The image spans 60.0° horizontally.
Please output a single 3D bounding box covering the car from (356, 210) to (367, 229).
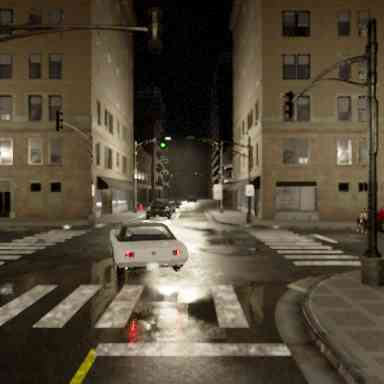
[{"bbox_3d":[12.272,1.359,19.183,5.009,1.841,2.192,0,0,0],"label":"car"}]

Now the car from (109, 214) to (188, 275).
[{"bbox_3d":[-1.620,1.619,10.699,1.895,1.301,4.718,0,0,-16],"label":"car"}]

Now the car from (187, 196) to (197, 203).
[{"bbox_3d":[0.019,1.693,71.304,2.128,1.511,4.902,0,0,0],"label":"car"}]

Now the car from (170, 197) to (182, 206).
[{"bbox_3d":[-2.734,1.658,58.595,1.812,1.442,4.674,0,0,0],"label":"car"}]

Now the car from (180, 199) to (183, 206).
[{"bbox_3d":[-2.755,1.609,48.306,1.837,1.490,4.892,0,0,1],"label":"car"}]

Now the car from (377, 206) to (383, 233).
[{"bbox_3d":[12.241,1.537,16.646,4.892,1.490,1.837,0,0,0],"label":"car"}]

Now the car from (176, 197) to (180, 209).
[{"bbox_3d":[-2.820,1.573,38.838,2.128,1.511,4.902,0,0,0],"label":"car"}]

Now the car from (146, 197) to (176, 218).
[{"bbox_3d":[-2.836,1.412,29.628,2.097,1.767,4.553,0,0,0],"label":"car"}]
